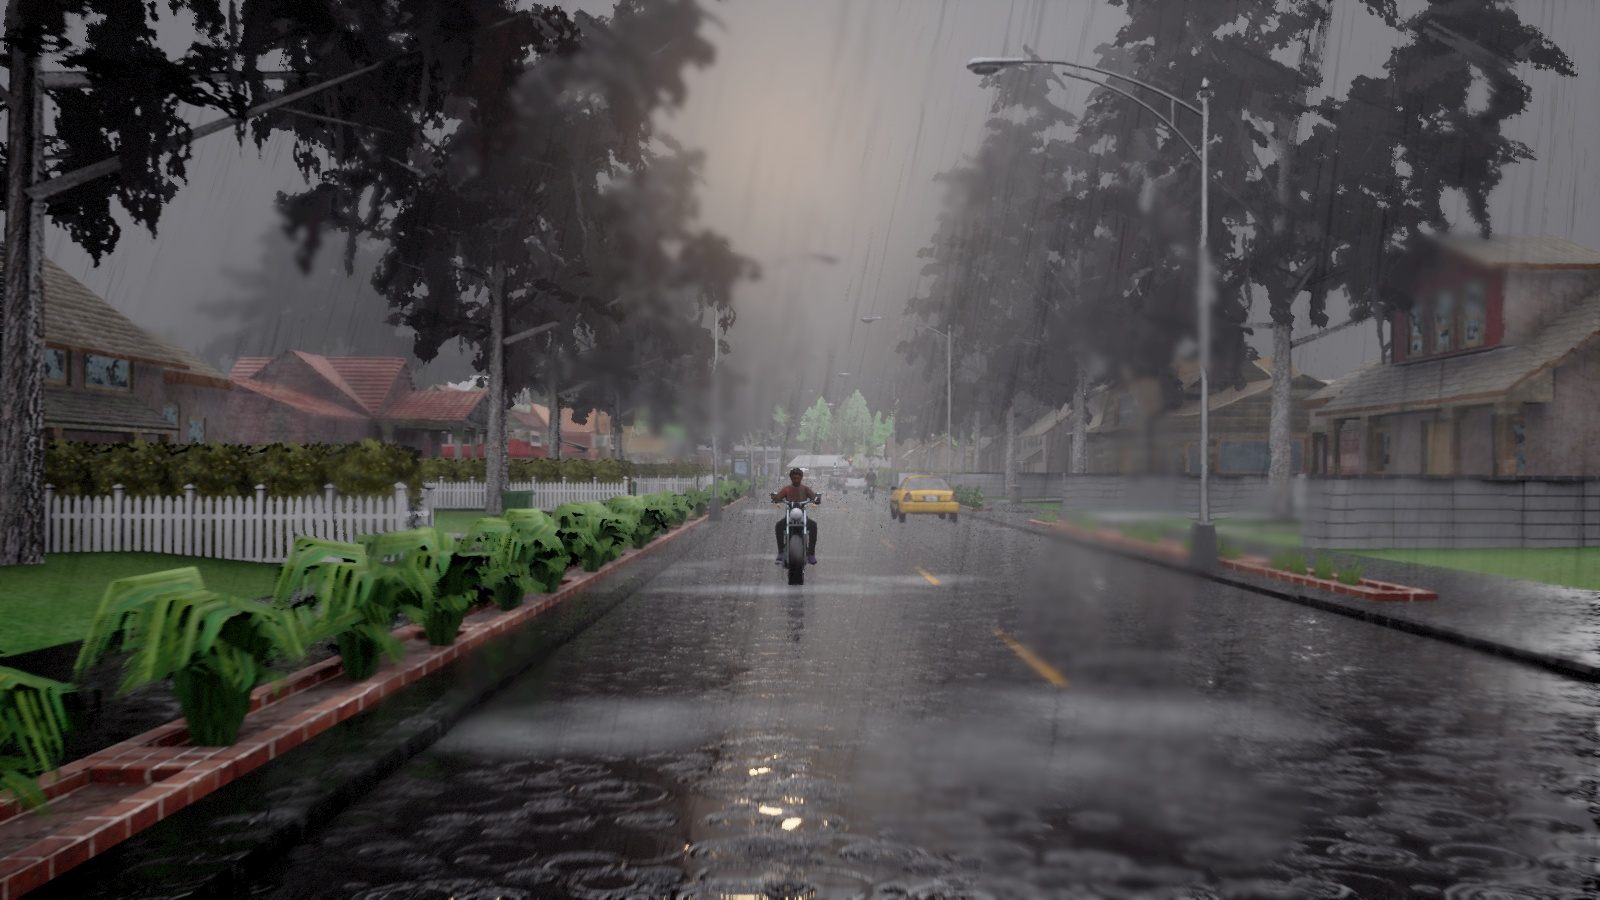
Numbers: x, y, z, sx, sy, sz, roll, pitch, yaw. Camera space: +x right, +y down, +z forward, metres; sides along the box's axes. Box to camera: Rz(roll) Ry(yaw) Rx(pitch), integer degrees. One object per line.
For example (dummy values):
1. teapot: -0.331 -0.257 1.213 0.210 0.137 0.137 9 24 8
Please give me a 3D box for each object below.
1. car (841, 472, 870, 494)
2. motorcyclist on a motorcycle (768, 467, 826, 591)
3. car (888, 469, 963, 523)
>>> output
1. car: 3.787 2.261 86.503 1.845 1.501 3.633 0 -1 0
2. motorcyclist on a motorcycle: -0.045 1.066 17.943 0.766 1.649 2.350 0 -1 0
3. car: 3.901 1.404 39.763 1.801 1.575 5.366 0 -1 0
